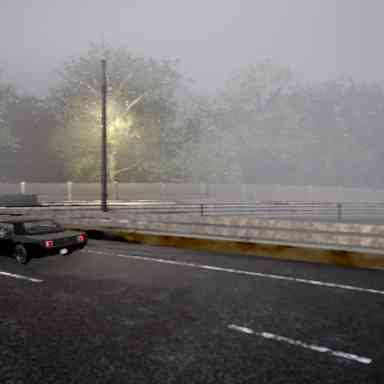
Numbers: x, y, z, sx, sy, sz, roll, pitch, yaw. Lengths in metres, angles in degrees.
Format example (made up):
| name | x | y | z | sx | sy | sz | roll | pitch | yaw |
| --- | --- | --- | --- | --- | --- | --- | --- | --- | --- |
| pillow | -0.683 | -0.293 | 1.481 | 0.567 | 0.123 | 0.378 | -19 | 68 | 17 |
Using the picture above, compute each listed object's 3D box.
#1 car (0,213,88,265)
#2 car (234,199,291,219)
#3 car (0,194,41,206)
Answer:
| name | x | y | z | sx | sy | sz | roll | pitch | yaw |
| --- | --- | --- | --- | --- | --- | --- | --- | --- | --- |
| car | -5.978 | 1.583 | 11.547 | 4.718 | 1.301 | 1.895 | 0 | 0 | 29 |
| car | 6.038 | 1.424 | 28.511 | 5.008 | 1.535 | 1.882 | -1 | 1 | -15 |
| car | -14.064 | 1.171 | 24.492 | 5.566 | 2.045 | 2.150 | 0 | 1 | -5 |
